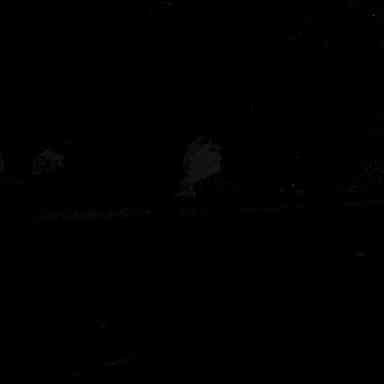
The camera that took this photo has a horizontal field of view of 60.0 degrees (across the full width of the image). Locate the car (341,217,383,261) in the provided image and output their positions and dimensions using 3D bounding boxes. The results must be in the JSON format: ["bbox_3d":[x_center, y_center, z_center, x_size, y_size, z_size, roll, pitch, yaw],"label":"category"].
[{"bbox_3d":[6.975,1.552,11.533,4.313,1.339,1.947,0,0,-35],"label":"car"}]
